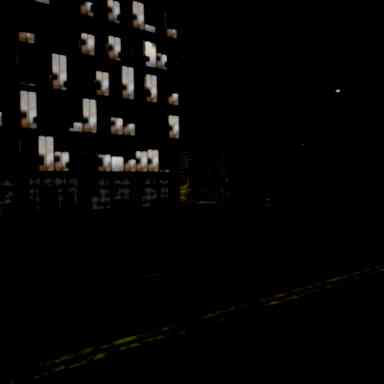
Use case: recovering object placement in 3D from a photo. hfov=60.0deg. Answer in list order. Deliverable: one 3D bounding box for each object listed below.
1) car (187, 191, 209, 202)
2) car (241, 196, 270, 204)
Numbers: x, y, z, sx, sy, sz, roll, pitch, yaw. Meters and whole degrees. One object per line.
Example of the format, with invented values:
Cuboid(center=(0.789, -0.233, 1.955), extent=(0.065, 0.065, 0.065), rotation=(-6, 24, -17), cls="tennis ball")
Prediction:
Cuboid(center=(1.103, 0.855, 66.070), extent=(2.150, 2.045, 5.566), rotation=(-2, 1, -33), cls="car")
Cuboid(center=(9.974, 1.232, 52.285), extent=(1.895, 1.301, 4.718), rotation=(-2, 1, -33), cls="car")
